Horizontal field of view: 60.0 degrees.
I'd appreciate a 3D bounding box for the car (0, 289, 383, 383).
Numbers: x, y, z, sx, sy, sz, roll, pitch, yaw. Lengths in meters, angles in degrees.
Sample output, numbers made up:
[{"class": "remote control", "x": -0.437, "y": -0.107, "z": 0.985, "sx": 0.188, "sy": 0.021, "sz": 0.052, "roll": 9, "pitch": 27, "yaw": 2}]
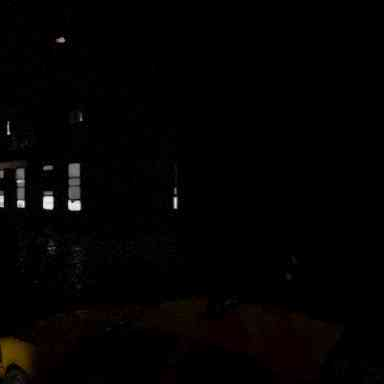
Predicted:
[{"class": "car", "x": 0.033, "y": 1.526, "z": 2.852, "sx": 4.829, "sy": 1.417, "sz": 1.752, "roll": 0, "pitch": 0, "yaw": 36}]
